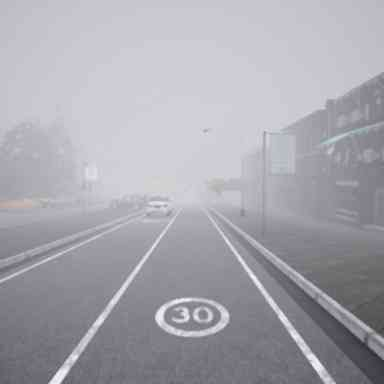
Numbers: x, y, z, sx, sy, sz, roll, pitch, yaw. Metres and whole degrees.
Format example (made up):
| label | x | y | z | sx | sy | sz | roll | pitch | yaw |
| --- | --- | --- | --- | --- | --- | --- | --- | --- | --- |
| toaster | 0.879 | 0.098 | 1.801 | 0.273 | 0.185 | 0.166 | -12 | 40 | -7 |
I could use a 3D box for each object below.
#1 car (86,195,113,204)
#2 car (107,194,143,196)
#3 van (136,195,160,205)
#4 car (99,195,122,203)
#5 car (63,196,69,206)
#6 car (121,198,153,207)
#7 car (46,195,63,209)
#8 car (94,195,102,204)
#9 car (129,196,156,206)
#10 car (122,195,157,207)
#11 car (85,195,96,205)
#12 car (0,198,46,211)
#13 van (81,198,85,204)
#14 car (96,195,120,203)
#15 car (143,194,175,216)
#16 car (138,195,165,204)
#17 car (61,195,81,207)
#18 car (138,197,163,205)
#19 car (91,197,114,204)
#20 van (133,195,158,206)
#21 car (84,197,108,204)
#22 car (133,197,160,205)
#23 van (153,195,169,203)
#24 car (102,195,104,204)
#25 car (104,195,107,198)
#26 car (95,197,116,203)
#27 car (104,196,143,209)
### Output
| label | x | y | z | sx | sy | sz | roll | pitch | yaw |
| --- | --- | --- | --- | --- | --- | --- | --- | --- | --- |
| car | -21.825 | 1.733 | 78.506 | 5.566 | 2.045 | 2.435 | 0 | -1 | 0 |
| car | -8.817 | 1.369 | 47.847 | 5.566 | 2.045 | 2.435 | 0 | -1 | 0 |
| van | -8.888 | 1.615 | 67.467 | 4.442 | 1.987 | 1.878 | 0 | -1 | 0 |
| car | -21.826 | 1.897 | 89.522 | 5.566 | 2.045 | 2.435 | 0 | -1 | 0 |
| car | -21.866 | 1.686 | 50.659 | 4.674 | 1.452 | 2.002 | 0 | -1 | 0 |
| car | -8.786 | 1.672 | 53.448 | 4.892 | 1.521 | 2.231 | 0 | -1 | 0 |
| car | -21.874 | 1.621 | 47.872 | 5.008 | 1.535 | 2.097 | 0 | 0 | 0 |
| car | -21.666 | 1.838 | 67.364 | 5.366 | 1.575 | 1.946 | 0 | -1 | 0 |
| car | -8.743 | 1.609 | 59.056 | 4.553 | 1.767 | 2.185 | 0 | -1 | 0 |
| car | -8.805 | 1.451 | 56.256 | 5.566 | 2.045 | 2.435 | 0 | -1 | 0 |
| car | -21.849 | 1.846 | 64.578 | 4.674 | 1.452 | 2.002 | 0 | -1 | 0 |
| car | -21.873 | 1.584 | 42.304 | 5.008 | 1.535 | 2.097 | 0 | 0 | 0 |
| van | -21.970 | 1.509 | 59.010 | 4.442 | 1.987 | 1.878 | 0 | -1 | 0 |
| car | -21.825 | 1.854 | 86.860 | 5.566 | 2.045 | 2.435 | 0 | -1 | 0 |
| car | -3.210 | 1.311 | 33.439 | 2.150 | 2.045 | 5.566 | 0 | 0 | 0 |
| car | -8.801 | 1.660 | 73.074 | 5.566 | 2.045 | 2.435 | 0 | -1 | 0 |
| car | -21.826 | 1.578 | 56.228 | 4.553 | 1.767 | 2.185 | 0 | -1 | 0 |
| car | -8.766 | 1.876 | 70.268 | 5.008 | 1.535 | 2.097 | 0 | -1 | 0 |
| car | -21.848 | 2.023 | 81.289 | 5.008 | 1.535 | 2.097 | 0 | -1 | 0 |
| van | -8.657 | 1.544 | 61.861 | 4.442 | 1.987 | 1.878 | 0 | -1 | 0 |
| car | -21.881 | 1.976 | 75.719 | 4.792 | 1.488 | 2.163 | 0 | -1 | 0 |
| car | -8.766 | 1.806 | 64.662 | 4.892 | 1.521 | 2.231 | 0 | -1 | 0 |
| van | -8.659 | 1.971 | 92.692 | 4.442 | 1.987 | 1.878 | 0 | -1 | 0 |
| car | -21.846 | 1.876 | 70.150 | 5.008 | 1.535 | 2.097 | 0 | -1 | 0 |
| car | -21.822 | 1.941 | 72.934 | 4.792 | 1.488 | 2.163 | 0 | -1 | 0 |
| car | -21.851 | 2.102 | 83.949 | 4.674 | 1.452 | 2.002 | 0 | -1 | 0 |
| car | -8.788 | 1.602 | 45.044 | 4.892 | 1.521 | 2.231 | 0 | 0 | 0 |
